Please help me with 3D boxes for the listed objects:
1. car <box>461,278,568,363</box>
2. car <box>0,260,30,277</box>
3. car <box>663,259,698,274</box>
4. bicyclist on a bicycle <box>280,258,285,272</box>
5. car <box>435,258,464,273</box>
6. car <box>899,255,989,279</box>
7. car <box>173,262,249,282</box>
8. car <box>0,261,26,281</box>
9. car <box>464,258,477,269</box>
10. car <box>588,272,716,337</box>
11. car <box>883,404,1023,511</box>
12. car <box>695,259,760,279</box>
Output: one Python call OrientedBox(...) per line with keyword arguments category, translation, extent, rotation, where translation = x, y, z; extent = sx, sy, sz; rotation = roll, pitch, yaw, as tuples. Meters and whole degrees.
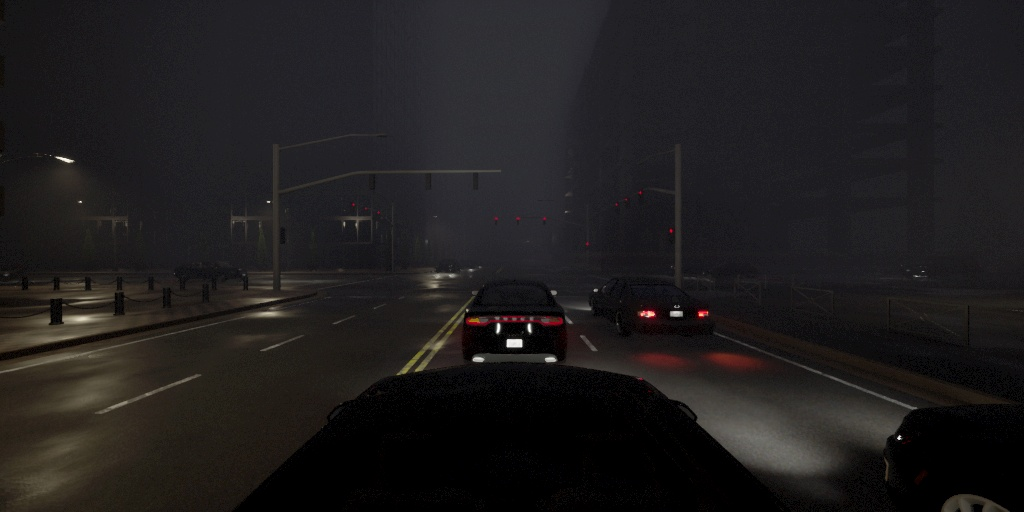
OrientedBox(category="car", translation=(0.055, 1.228, 8.139), extent=(1.882, 1.535, 5.008), rotation=(0, 0, 0))
OrientedBox(category="car", translation=(-50.459, 1.172, 34.749), extent=(5.008, 1.535, 1.882), rotation=(0, 0, 1))
OrientedBox(category="car", translation=(17.212, 1.047, 35.032), extent=(4.553, 1.767, 2.097), rotation=(0, 0, 0))
OrientedBox(category="bicyclist on a bicycle", translation=(-25.407, 0.995, 39.350), extent=(0.582, 1.620, 1.656), rotation=(0, 0, 0))
OrientedBox(category="car", translation=(-7.519, 1.102, 42.285), extent=(2.097, 1.767, 4.553), rotation=(0, 0, 5))
OrientedBox(category="car", translation=(37.661, 0.916, 31.591), extent=(5.566, 2.045, 2.150), rotation=(0, 0, 0))
OrientedBox(category="car", translation=(-22.922, 1.185, 27.390), extent=(4.902, 1.511, 2.128), rotation=(0, 0, 0))
OrientedBox(category="car", translation=(-41.143, 1.186, 27.518), extent=(4.902, 1.511, 2.128), rotation=(0, 0, 1))
OrientedBox(category="car", translation=(-7.083, 1.275, 56.229), extent=(1.812, 1.442, 4.674), rotation=(0, 0, 0))
OrientedBox(category="car", translation=(3.571, 1.297, 10.262), extent=(2.033, 1.411, 5.357), rotation=(0, 0, 0))
OrientedBox(category="car", translation=(3.600, 1.254, 0.526), extent=(1.837, 1.490, 4.892), rotation=(0, 0, 0))
OrientedBox(category="car", translation=(19.155, 1.220, 31.518), extent=(4.674, 1.442, 1.812), rotation=(0, 0, 0))
